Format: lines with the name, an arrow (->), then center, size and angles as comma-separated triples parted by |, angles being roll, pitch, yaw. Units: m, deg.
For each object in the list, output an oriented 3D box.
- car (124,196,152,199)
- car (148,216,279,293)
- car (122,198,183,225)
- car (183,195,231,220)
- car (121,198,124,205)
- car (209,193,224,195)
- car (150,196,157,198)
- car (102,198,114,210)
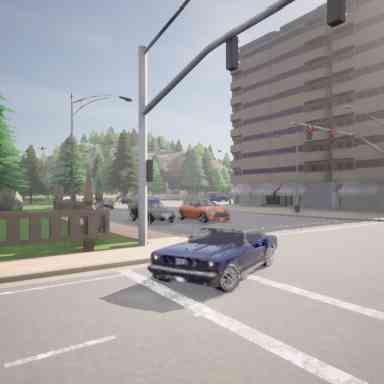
car -> -6.184, 1.448, 37.657 | 1.837, 1.490, 4.892 | 0, 0, -18
car -> 0.859, 1.600, 9.198 | 1.895, 1.301, 4.718 | 0, 0, 30
car -> -2.953, 1.436, 23.996 | 2.128, 1.511, 4.902 | 0, 0, -32
car -> 0.829, 1.297, 24.586 | 2.097, 1.767, 4.553 | 0, 0, -33
car -> -11.027, 1.422, 59.142 | 1.882, 1.535, 5.008 | 0, 0, 11
car -> 5.712, 1.170, 71.210 | 2.150, 2.045, 5.566 | 0, 0, 40
car -> -7.394, 1.423, 59.671 | 1.882, 1.535, 5.008 | 0, 0, 13
car -> -10.756, 1.492, 41.434 | 2.033, 1.411, 5.357 | 0, 0, -11
